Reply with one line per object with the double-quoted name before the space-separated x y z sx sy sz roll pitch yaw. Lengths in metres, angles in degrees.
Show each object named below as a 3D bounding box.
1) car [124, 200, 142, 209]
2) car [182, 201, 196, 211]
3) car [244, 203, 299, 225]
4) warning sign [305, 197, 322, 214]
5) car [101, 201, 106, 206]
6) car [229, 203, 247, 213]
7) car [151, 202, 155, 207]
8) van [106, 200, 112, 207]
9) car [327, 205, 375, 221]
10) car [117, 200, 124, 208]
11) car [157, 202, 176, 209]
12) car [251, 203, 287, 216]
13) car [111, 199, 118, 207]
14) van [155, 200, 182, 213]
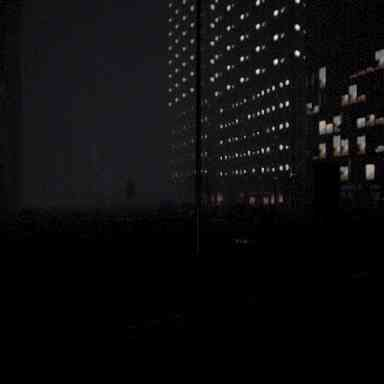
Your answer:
"car" -10.597 2.490 61.578 2.008 1.369 4.403 -1 -1 -26
"car" -0.543 2.231 53.892 1.882 1.535 5.008 0 -1 -25
"car" 6.408 1.787 26.069 2.008 1.369 4.403 -1 -1 -26
"warning sign" 13.338 1.502 36.570 1.300 1.860 1.060 1 -1 -26
"car" -22.743 3.012 86.939 1.887 1.381 4.507 -1 -1 -26
"car" 6.678 2.127 44.907 1.947 1.339 4.313 -1 -1 -26
"car" -7.897 2.760 75.342 1.802 1.307 4.206 -1 -1 -26
"van" -17.889 2.596 76.797 1.690 1.788 3.998 -1 -1 -26
"car" 13.966 1.816 29.689 2.008 1.369 4.403 -1 -1 -26
"car" -12.954 2.566 66.498 1.752 1.417 4.829 -1 -1 -26
"car" -4.879 2.535 62.836 1.895 1.301 4.718 0 -1 -26
"car" 9.107 2.028 39.834 1.947 1.339 4.313 -1 -1 -26
"car" -15.456 2.694 71.723 1.887 1.381 4.507 -1 -1 -26
"van" -3.314 1.974 46.363 1.690 1.788 3.998 -1 -1 -26
